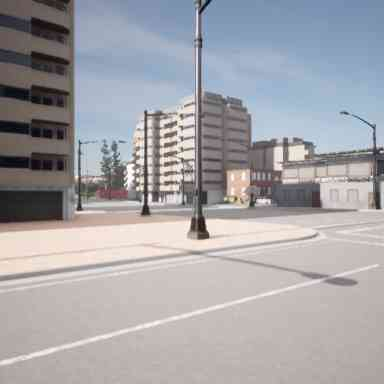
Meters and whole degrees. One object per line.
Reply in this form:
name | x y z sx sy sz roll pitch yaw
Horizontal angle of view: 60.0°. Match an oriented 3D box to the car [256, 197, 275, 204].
car | 14.749 1.755 66.586 1.970 1.475 3.806 0 -1 -37
